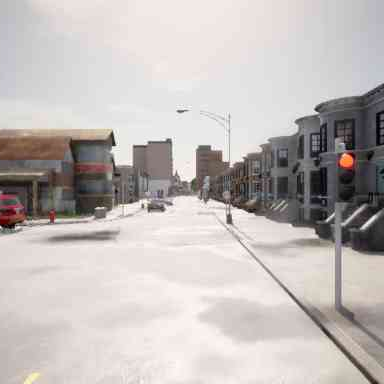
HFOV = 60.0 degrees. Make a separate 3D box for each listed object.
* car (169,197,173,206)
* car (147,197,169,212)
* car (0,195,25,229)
[{"bbox_3d":[-4.082,1.547,54.306,2.033,1.411,5.357,0,0,0],"label":"car"},{"bbox_3d":[-4.102,1.505,39.260,1.837,1.490,4.892,0,0,0],"label":"car"},{"bbox_3d":[-12.646,1.220,19.252,5.566,2.045,2.150,0,0,4],"label":"car"}]
